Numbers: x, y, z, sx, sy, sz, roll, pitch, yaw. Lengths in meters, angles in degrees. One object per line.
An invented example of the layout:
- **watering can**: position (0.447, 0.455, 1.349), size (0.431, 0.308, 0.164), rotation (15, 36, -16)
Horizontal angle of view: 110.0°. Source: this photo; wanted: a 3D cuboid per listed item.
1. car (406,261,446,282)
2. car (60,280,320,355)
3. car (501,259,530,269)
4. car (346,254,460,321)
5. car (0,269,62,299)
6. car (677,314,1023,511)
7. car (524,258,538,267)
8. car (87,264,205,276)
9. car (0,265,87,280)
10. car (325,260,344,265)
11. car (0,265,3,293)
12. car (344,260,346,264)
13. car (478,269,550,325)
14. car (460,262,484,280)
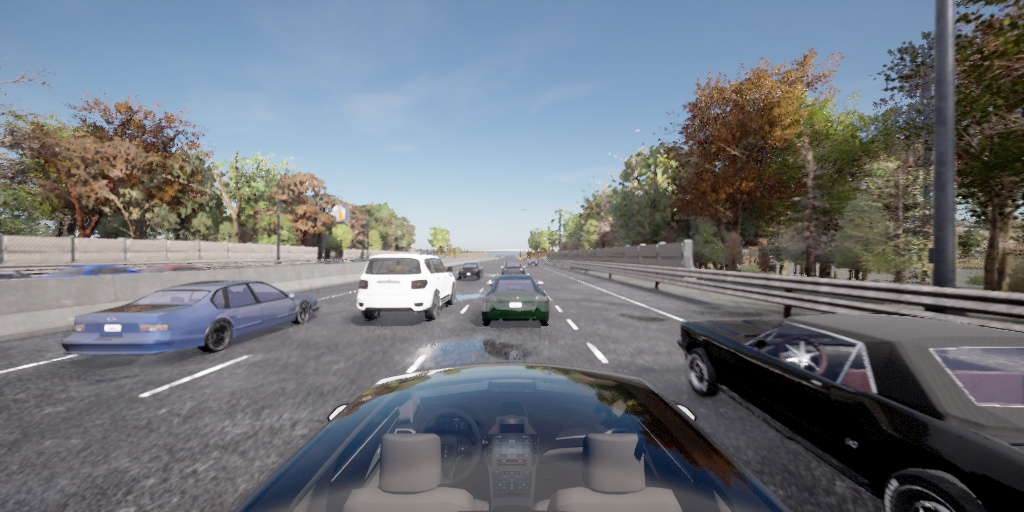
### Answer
- **car**: position (-6.904, 1.205, 29.388), size (2.128, 1.511, 4.902), rotation (0, 0, 0)
- **car**: position (-6.902, 1.286, 8.706), size (2.033, 1.411, 5.357), rotation (0, 0, 0)
- **car**: position (0.097, 1.204, 29.390), size (2.128, 1.511, 4.902), rotation (0, 0, 0)
- **car**: position (-3.402, 0.954, 12.574), size (2.150, 2.045, 5.566), rotation (0, 0, 0)
- **car**: position (-24.603, 1.329, 16.490), size (1.895, 1.301, 4.718), rotation (0, 0, 0)
- **car**: position (3.411, 1.216, 3.422), size (1.895, 1.301, 4.718), rotation (0, 0, 2)
- **car**: position (3.488, 1.154, 62.068), size (1.895, 1.301, 4.718), rotation (0, 0, 0)
- **car**: position (-17.603, 1.203, 18.231), size (1.882, 1.535, 5.008), rotation (0, 0, 0)
- **car**: position (-21.103, 1.204, 17.828), size (1.882, 1.535, 5.008), rotation (0, 0, 0)
- **car**: position (-28.037, 1.290, 57.583), size (1.895, 1.301, 4.718), rotation (0, 0, 1)
- **car**: position (-28.100, 1.219, 16.602), size (2.128, 1.511, 4.902), rotation (0, 0, 0)
- **car**: position (-24.545, 1.193, 57.676), size (1.837, 1.490, 4.892), rotation (0, 0, 1)
- **car**: position (0.098, 1.298, 11.773), size (1.994, 1.385, 4.181), rotation (0, 0, 0)
- **car**: position (-3.420, 1.238, 30.510), size (1.812, 1.442, 4.674), rotation (0, 0, 0)
